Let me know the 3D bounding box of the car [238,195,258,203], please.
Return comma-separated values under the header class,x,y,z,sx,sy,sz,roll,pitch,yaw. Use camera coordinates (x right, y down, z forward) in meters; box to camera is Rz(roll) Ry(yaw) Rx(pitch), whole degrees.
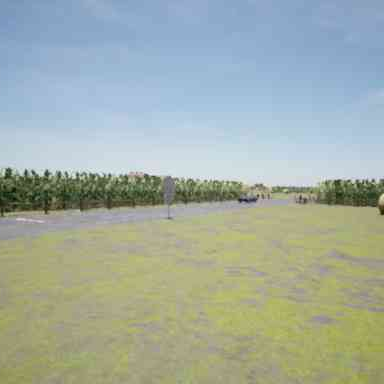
class,x,y,z,sx,sy,sz,roll,pitch,yaw
car,9.621,1.231,57.256,1.895,1.301,4.718,1,0,31
